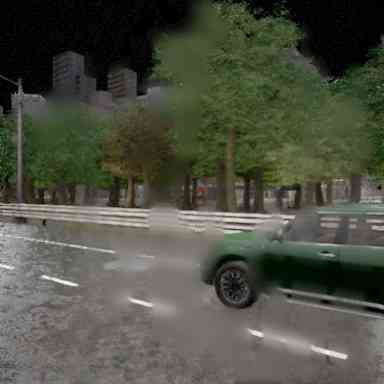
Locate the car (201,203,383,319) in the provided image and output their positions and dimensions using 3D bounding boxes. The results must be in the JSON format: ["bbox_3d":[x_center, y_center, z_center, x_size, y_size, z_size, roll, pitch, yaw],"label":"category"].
[{"bbox_3d":[2.839,1.223,6.143,5.566,2.045,2.150,0,0,36],"label":"car"}]
